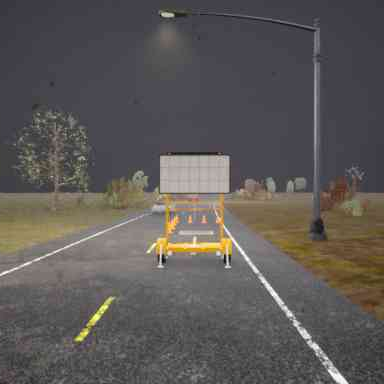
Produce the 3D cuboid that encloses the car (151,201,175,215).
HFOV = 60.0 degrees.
[{"bbox_3d":[-2.850,1.596,33.339,1.895,1.301,4.718,0,0,2],"label":"car"}]

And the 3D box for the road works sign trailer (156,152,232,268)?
[{"bbox_3d":[0.088,0.463,11.274,2.380,3.560,2.880,0,0,1],"label":"road works sign trailer"}]

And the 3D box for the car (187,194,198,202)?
[{"bbox_3d":[0.219,1.200,77.379,2.150,2.045,5.566,0,0,5],"label":"car"}]
